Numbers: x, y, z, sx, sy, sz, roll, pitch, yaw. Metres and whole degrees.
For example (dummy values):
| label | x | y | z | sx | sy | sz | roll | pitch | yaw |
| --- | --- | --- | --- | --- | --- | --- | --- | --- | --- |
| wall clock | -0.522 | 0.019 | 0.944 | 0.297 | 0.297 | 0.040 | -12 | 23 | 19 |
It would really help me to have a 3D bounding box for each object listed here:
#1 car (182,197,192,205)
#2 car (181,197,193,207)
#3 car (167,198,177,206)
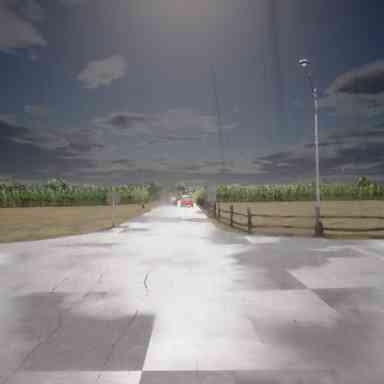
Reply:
| label | x | y | z | sx | sy | sz | roll | pitch | yaw |
| --- | --- | --- | --- | --- | --- | --- | --- | --- | --- |
| car | -1.023 | 1.848 | 67.527 | 1.837 | 1.490 | 4.892 | 0 | -1 | -1 |
| car | -0.871 | 1.610 | 57.492 | 2.097 | 1.767 | 4.553 | 0 | 0 | -1 |
| car | -3.685 | 1.782 | 61.651 | 2.128 | 1.511 | 4.902 | 0 | 0 | -1 |
